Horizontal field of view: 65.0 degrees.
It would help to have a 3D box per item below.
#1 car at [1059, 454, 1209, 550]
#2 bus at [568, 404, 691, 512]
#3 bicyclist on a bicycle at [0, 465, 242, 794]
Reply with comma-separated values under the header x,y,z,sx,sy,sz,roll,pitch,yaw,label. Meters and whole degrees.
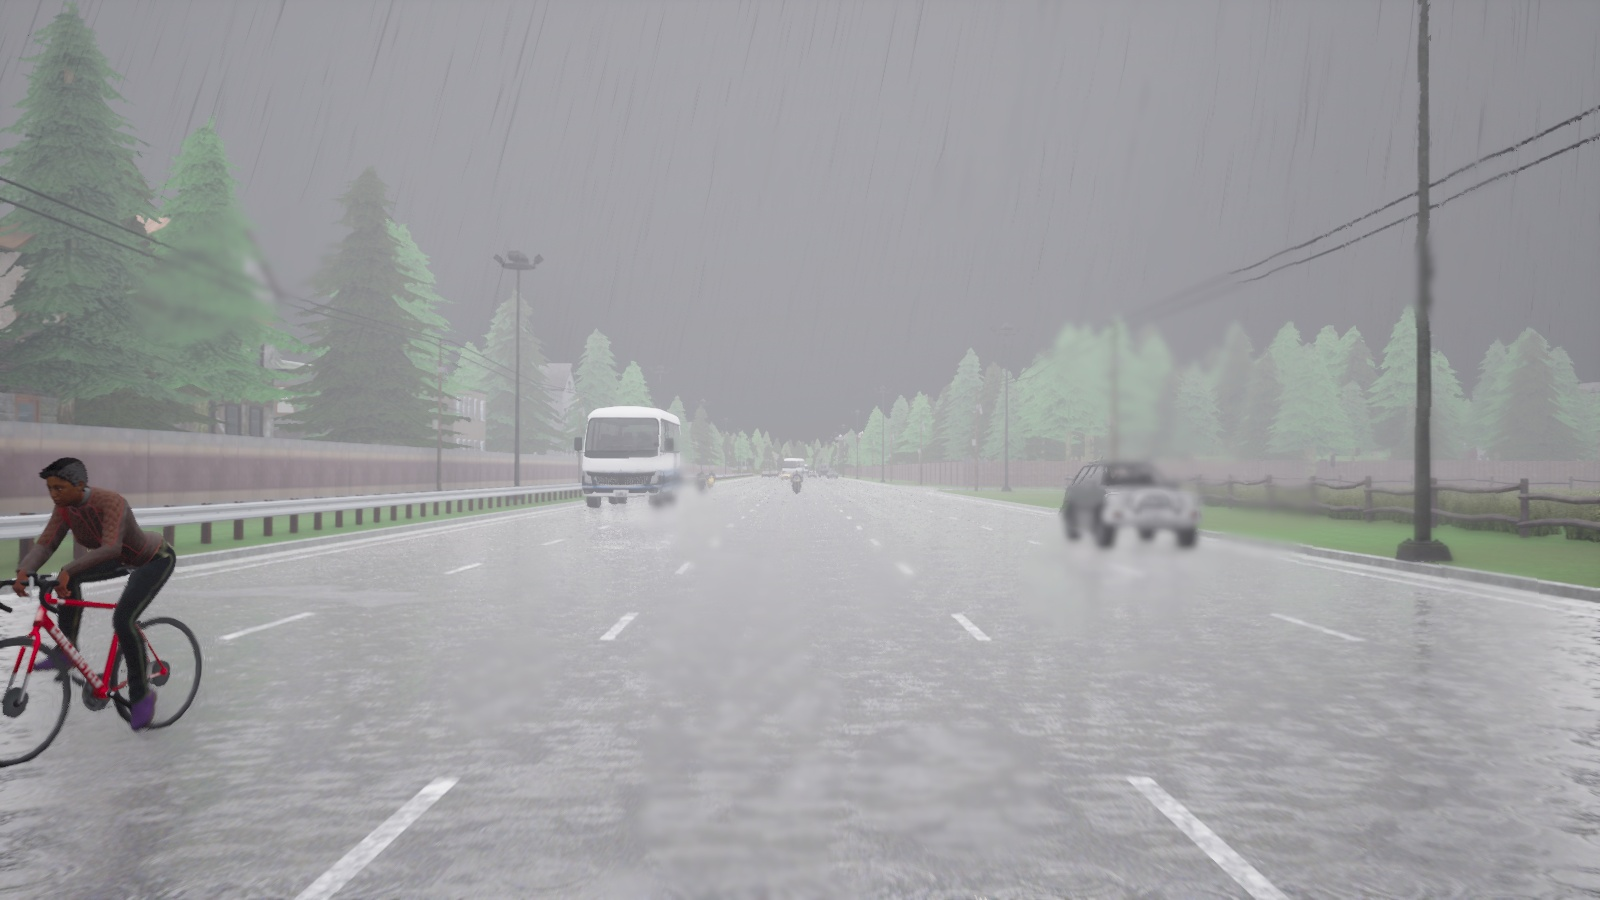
x,y,z,sx,sy,sz,roll,pitch,yaw,label
6.935,1.045,26.587,1.932,1.855,4.605,0,-1,0,car
-7.138,0.372,54.502,3.944,4.253,10.273,0,-1,0,bus
-3.994,0.901,7.074,0.582,1.620,1.656,-1,-1,18,bicyclist on a bicycle
